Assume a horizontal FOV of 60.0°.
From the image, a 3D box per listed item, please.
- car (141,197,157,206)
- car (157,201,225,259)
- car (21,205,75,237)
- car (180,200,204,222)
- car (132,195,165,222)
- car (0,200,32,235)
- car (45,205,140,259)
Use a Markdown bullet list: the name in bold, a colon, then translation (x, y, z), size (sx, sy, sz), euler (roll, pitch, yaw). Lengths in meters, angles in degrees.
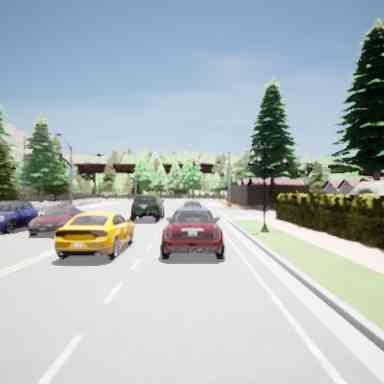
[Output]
- **car**: translation (-7.073, 1.556, 55.029), size (1.994, 1.385, 4.181), euler (0, 0, 0)
- **car**: translation (0.040, 1.350, 12.755), size (2.097, 1.767, 4.553), euler (0, 0, 1)
- **car**: translation (-7.052, 1.523, 18.089), size (1.812, 1.442, 4.674), euler (0, 0, 1)
- **car**: translation (0.038, 1.502, 27.875), size (1.837, 1.490, 4.892), euler (0, 0, 1)
- **car**: translation (-3.475, 1.219, 26.702), size (2.150, 2.045, 5.566), euler (0, 0, 0)
- **car**: translation (-10.545, 1.349, 18.877), size (2.097, 1.767, 4.553), euler (0, 0, 1)
- **car**: translation (-3.462, 1.476, 12.654), size (1.882, 1.535, 5.008), euler (0, 0, 1)
